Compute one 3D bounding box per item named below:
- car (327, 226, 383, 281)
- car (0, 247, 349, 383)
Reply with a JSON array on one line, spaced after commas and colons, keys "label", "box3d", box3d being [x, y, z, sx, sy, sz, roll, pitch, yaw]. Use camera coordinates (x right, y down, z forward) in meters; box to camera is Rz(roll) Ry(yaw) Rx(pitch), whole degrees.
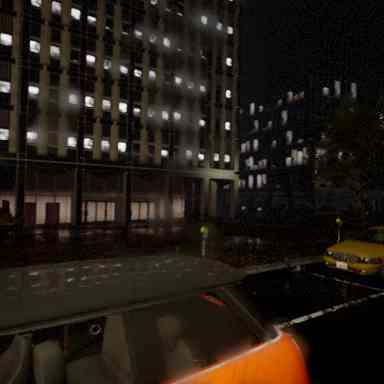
[{"label": "car", "box3d": [5.944, 1.619, 10.054, 4.829, 1.417, 1.752, 1, 1, -34]}, {"label": "car", "box3d": [-1.296, 1.352, 2.081, 4.553, 1.767, 2.097, 1, 0, -35]}]
